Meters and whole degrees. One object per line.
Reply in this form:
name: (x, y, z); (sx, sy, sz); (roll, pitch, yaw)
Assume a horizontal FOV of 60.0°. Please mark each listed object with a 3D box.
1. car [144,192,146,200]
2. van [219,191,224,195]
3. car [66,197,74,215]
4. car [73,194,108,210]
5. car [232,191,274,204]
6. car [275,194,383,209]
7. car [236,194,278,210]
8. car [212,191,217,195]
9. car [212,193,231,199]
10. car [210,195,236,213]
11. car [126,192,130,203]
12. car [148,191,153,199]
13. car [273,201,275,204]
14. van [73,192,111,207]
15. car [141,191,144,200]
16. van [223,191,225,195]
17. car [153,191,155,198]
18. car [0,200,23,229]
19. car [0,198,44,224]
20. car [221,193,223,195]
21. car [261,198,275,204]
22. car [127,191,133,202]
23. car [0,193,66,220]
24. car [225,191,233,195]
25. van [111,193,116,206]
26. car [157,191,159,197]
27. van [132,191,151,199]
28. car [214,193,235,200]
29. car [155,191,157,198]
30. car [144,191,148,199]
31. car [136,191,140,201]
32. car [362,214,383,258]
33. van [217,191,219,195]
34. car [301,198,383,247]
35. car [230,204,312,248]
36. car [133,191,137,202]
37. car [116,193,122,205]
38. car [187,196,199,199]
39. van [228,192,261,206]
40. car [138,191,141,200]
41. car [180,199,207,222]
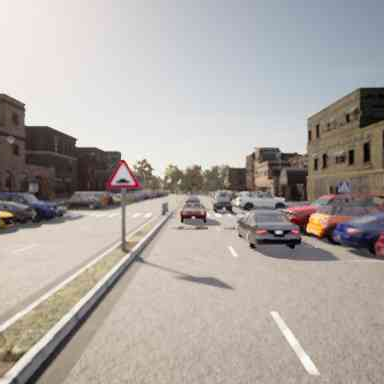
car: (-12.547, 1.081, 68.575); (4.674, 1.452, 2.002); (0, 0, 0)
van: (7.772, 0.880, 61.636); (4.442, 1.987, 1.878); (0, 0, 0)
car: (-12.564, 1.346, 26.886); (4.792, 1.488, 2.163); (0, 0, 0)
car: (-12.575, 1.246, 38.003); (4.892, 1.521, 2.231); (0, 0, 0)
car: (7.677, 1.037, 36.815); (5.566, 2.045, 2.435); (0, 0, 0)
car: (7.616, 1.146, 17.511); (5.566, 2.045, 2.435); (0, 0, 0)
car: (7.680, 1.144, 39.451); (4.553, 1.767, 2.185); (0, 0, 0)
car: (7.685, 0.805, 69.907); (5.566, 2.045, 2.435); (0, 0, 0)
car: (7.658, 1.024, 86.451); (4.674, 1.452, 2.002); (0, 0, 0)
car: (3.108, 1.328, 34.627); (1.837, 1.490, 4.892); (0, 0, 0)
car: (-12.384, 1.165, 49.121); (5.366, 1.575, 1.946); (0, 0, 0)
car: (-12.513, 0.750, 76.910); (5.566, 2.045, 2.435); (0, 0, 0)
car: (7.647, 1.425, 20.271); (4.674, 1.452, 2.002); (0, 0, 0)
van: (-12.695, 1.000, 40.781); (4.442, 1.987, 1.878); (0, 0, 0)
car: (-12.521, 0.931, 65.794); (4.553, 1.767, 2.185); (0, 0, 0)
van: (7.770, 0.939, 53.363); (4.442, 1.987, 1.878); (0, 0, 0)
car: (-12.353, 0.989, 79.689); (5.366, 1.575, 1.946); (0, 0, 0)
car: (-12.607, 1.367, 18.547); (5.008, 1.535, 2.097); (0, 0, 0)
car: (-12.592, 1.352, 21.326); (4.892, 1.521, 2.231); (0, 0, 0)
car: (7.651, 1.185, 56.122); (4.674, 1.452, 2.002); (0, 0, 0)
car: (7.616, 1.400, 23.029); (4.792, 1.488, 2.163); (0, 0, 0)
car: (-12.595, 1.002, 54.678); (4.553, 1.767, 2.185); (0, 0, 0)
car: (-12.567, 1.083, 24.104); (5.566, 2.045, 2.435); (0, 0, 0)
car: (7.679, 0.978, 45.090); (5.566, 2.045, 2.435); (0, 0, 0)
van: (-12.692, 0.981, 43.560); (4.442, 1.987, 1.878); (0, 0, 0)
car: (-12.521, 0.996, 93.459); (4.674, 1.452, 2.002); (0, 0, 0)
van: (-12.419, 0.756, 82.468); (4.442, 1.987, 1.878); (0, 0, 0)
car: (7.688, 1.045, 78.178); (4.792, 1.488, 2.163); (0, 0, 0)
car: (-12.504, 0.722, 85.245); (5.566, 2.045, 2.435); (0, 0, 0)
car: (-12.541, 1.028, 71.353); (4.892, 1.521, 2.231); (0, 0, 0)
car: (-12.564, 1.091, 60.237); (4.892, 1.521, 2.231); (0, 0, 0)
car: (7.640, 1.474, 9.240); (4.674, 1.452, 2.002); (0, 0, 0)
van: (7.773, 0.846, 67.149); (4.442, 1.987, 1.878); (0, 0, 0)
car: (7.612, 1.285, 14.754); (4.553, 1.767, 2.185); (0, 0, 0)
car: (3.102, 1.479, 14.382); (2.033, 1.411, 5.357); (0, 0, 0)
car: (-12.557, 1.109, 57.460); (5.008, 1.535, 2.097); (0, 0, 0)
car: (-12.575, 1.228, 46.342); (4.674, 1.452, 2.002); (0, 0, 0)
car: (0.110, 1.283, 41.050); (1.837, 1.490, 4.892); (0, 0, 0)
van: (7.535, 0.982, 47.848); (4.442, 1.987, 1.878); (0, 0, 0)
car: (-12.524, 0.947, 63.014); (4.553, 1.767, 2.185); (0, 0, 0)
car: (0.102, 1.480, 25.206); (1.895, 1.301, 4.718); (0, 0, 0)
